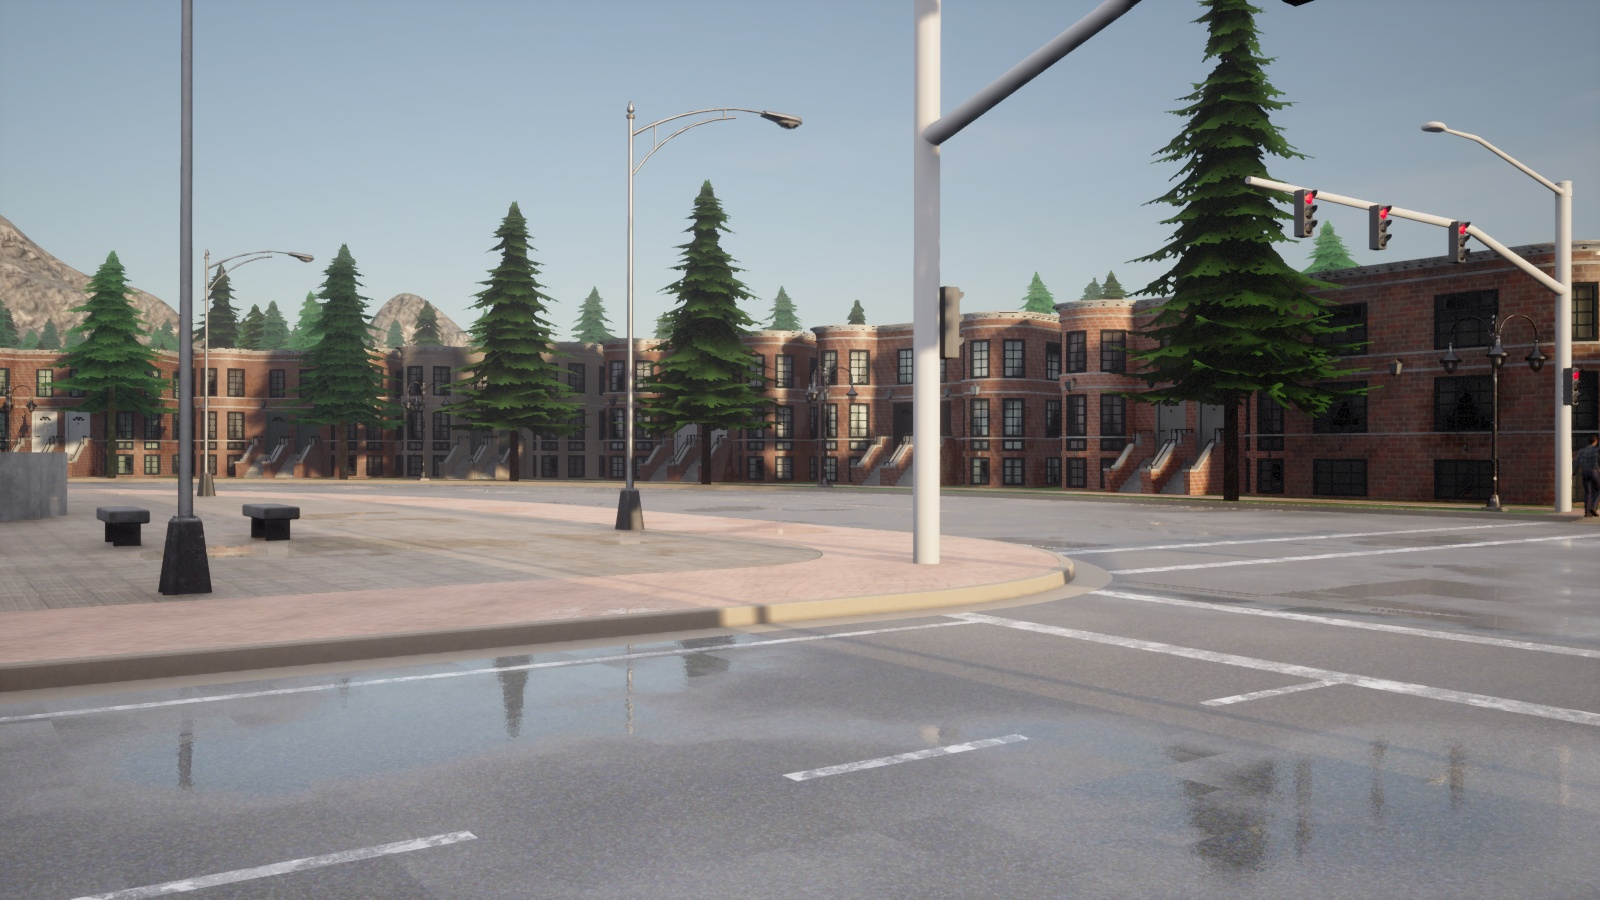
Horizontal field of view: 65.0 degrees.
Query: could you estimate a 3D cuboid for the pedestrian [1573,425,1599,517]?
[{"bbox_3d":[17.154,0.450,27.180,0.788,1.949,0.423,0,0,-33],"label":"pedestrian"}]
